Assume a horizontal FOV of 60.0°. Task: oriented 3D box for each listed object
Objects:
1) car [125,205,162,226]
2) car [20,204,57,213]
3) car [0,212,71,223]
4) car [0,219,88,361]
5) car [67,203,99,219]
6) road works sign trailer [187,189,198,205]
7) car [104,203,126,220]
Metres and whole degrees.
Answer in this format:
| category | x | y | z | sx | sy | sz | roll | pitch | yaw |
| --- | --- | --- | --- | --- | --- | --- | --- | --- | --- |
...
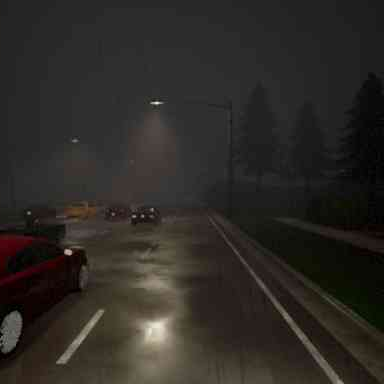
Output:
| category | x | y | z | sx | sy | sz | roll | pitch | yaw |
| --- | --- | --- | --- | --- | --- | --- | --- | --- | --- |
| car | -3.415 | 1.770 | 25.613 | 2.033 | 1.411 | 5.357 | 0 | -1 | 0 |
| car | -14.168 | 1.833 | 30.937 | 1.994 | 1.385 | 4.181 | 0 | 0 | 0 |
| car | -6.908 | 1.721 | 13.741 | 1.895 | 1.301 | 4.718 | 0 | 0 | 0 |
| car | -3.424 | 1.531 | 6.028 | 1.882 | 1.535 | 5.008 | 0 | 0 | 0 |
| car | -10.414 | 1.756 | 32.055 | 1.882 | 1.535 | 5.008 | 0 | 0 | 0 |
| road works sign trailer | -0.028 | 1.115 | 74.903 | 2.380 | 3.560 | 2.880 | 0 | 0 | 0 |
| car | -6.926 | 1.800 | 31.542 | 1.812 | 1.442 | 4.674 | 0 | 0 | 0 |
